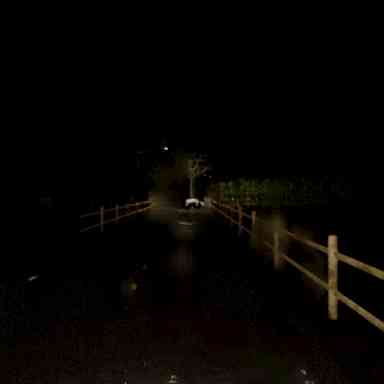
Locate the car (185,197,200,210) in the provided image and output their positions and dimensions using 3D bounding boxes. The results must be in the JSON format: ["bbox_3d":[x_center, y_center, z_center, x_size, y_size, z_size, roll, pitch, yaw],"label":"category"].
[{"bbox_3d":[0.032,1.607,43.011,1.895,1.301,4.718,0,0,0],"label":"car"}]

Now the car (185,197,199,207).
[{"bbox_3d":[0.040,1.550,52.991,2.128,1.511,4.902,0,0,0],"label":"car"}]
